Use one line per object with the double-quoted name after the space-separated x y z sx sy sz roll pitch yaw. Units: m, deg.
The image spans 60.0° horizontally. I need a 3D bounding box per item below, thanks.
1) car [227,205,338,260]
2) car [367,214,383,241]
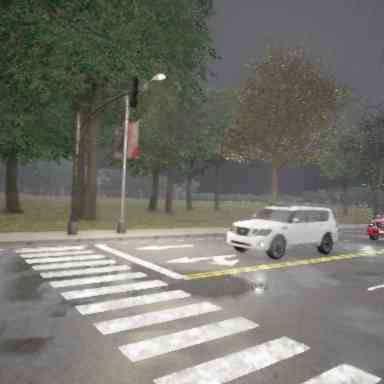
4.101 1.617 14.504 5.566 2.045 2.150 3 -1 -36 "car"
13.510 2.128 21.363 5.566 2.045 2.150 3 -1 -36 "car"
